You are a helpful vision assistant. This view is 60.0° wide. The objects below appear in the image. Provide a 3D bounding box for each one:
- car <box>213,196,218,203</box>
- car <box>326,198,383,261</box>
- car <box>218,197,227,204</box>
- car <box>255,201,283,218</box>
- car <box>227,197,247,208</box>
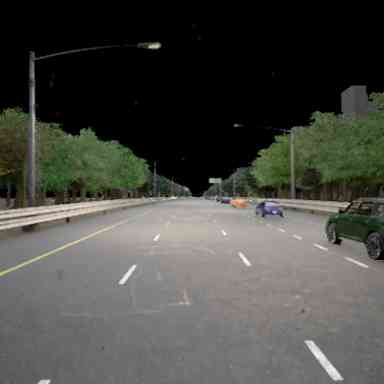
[{"bbox_3d":[7.439,2.149,90.049,1.837,1.490,4.892,0,-1,1],"label":"car"},{"bbox_3d":[7.013,1.228,12.427,2.150,2.045,5.566,0,0,0],"label":"car"},{"bbox_3d":[7.289,1.899,73.058,1.882,1.535,5.008,0,-1,0],"label":"car"},{"bbox_3d":[7.053,1.561,30.610,1.812,1.442,4.674,0,0,0],"label":"car"},{"bbox_3d":[7.144,1.519,51.515,2.097,1.767,4.553,0,-1,0],"label":"car"}]
